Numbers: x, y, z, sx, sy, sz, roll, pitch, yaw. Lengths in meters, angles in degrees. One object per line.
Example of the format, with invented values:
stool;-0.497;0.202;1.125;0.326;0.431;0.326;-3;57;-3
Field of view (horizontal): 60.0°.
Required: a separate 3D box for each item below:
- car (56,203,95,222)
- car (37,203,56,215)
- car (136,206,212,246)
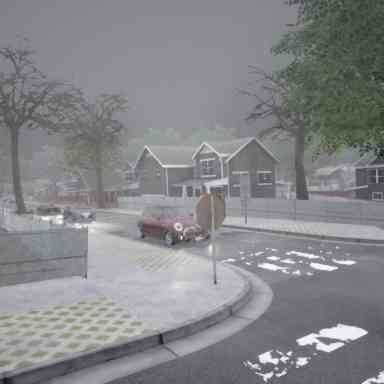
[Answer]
car;-10.165;1.776;29.609;2.128;1.511;4.902;-3;1;-35
car;-16.964;1.989;39.360;1.895;1.301;4.718;-3;1;-35
car;-1.028;1.505;16.574;2.097;1.767;4.553;-3;1;-35
